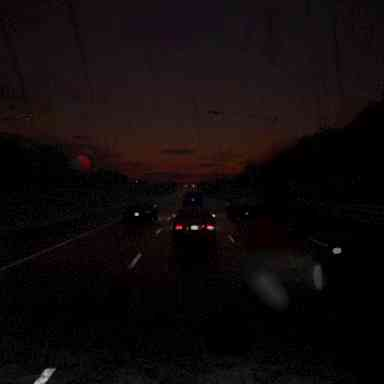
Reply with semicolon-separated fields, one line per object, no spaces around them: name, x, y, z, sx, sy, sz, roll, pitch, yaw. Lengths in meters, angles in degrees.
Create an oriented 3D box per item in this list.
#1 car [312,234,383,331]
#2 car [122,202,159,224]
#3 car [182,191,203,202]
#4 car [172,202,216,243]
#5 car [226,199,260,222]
car;3.600;1.409;5.449;1.882;1.535;5.008;0;1;0
car;-3.401;1.342;22.481;1.994;1.385;4.181;0;0;0
car;0.097;0.949;38.051;2.150;2.045;5.566;0;0;0
car;0.099;1.379;15.105;2.033;1.411;5.357;0;0;0
car;3.598;1.246;24.193;1.882;1.535;5.008;0;0;0
